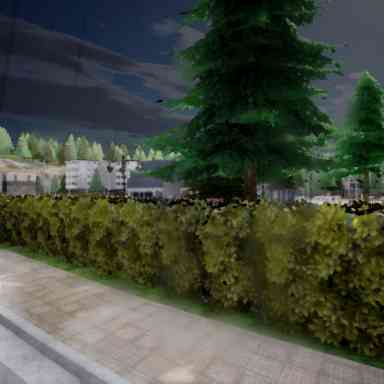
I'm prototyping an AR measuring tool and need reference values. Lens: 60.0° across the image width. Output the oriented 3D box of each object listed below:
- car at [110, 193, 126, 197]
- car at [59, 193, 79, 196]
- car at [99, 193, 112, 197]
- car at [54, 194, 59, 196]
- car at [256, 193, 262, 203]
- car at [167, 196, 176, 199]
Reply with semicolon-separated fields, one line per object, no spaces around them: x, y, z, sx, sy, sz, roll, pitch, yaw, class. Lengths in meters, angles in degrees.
-10.566;1.375;52.768;1.970;1.475;3.806;0;0;43;car
-28.351;1.138;79.501;2.152;1.636;5.027;0;0;43;car
-16.680;1.085;68.992;1.932;1.855;4.605;0;0;43;car
-33.228;1.215;83.685;1.970;1.475;3.806;0;0;43;car
8.656;1.219;48.466;2.150;2.045;5.566;0;0;43;car
-3.296;1.366;56.098;1.845;1.501;3.633;0;0;43;car
